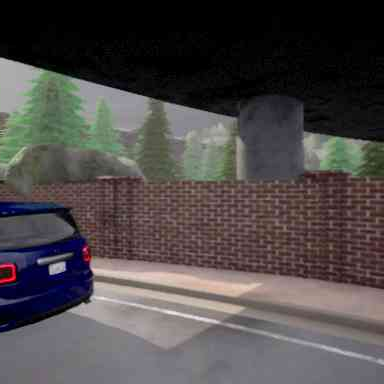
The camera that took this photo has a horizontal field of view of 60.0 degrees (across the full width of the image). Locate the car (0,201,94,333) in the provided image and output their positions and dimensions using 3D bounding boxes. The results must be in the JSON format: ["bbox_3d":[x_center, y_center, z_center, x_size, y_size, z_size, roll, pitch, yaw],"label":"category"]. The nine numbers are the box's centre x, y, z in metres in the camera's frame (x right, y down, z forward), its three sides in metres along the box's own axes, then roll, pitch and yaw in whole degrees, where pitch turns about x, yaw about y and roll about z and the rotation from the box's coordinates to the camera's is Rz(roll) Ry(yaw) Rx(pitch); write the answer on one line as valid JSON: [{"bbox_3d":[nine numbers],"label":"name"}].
[{"bbox_3d":[-4.371,1.196,5.964,5.566,2.045,2.150,0,0,25],"label":"car"}]
